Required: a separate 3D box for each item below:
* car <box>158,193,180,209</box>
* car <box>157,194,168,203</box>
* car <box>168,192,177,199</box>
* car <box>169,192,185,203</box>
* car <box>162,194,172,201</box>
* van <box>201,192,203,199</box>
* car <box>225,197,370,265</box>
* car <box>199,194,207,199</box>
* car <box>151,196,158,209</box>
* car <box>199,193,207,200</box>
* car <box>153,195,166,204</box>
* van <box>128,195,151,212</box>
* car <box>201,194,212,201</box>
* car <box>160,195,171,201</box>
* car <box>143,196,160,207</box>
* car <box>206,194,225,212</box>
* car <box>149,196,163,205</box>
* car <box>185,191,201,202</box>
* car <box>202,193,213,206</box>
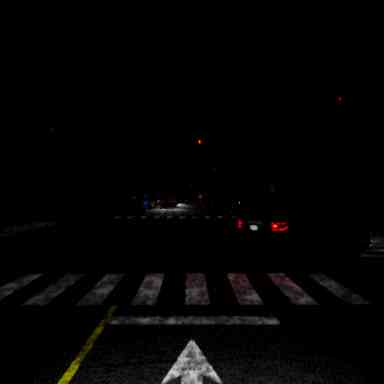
[{"bbox_3d":[-2.920,1.274,42.534,1.882,1.535,5.008,0,0,0],"label":"car"},{"bbox_3d":[-5.595,1.219,63.755,1.752,1.417,4.829,0,0,0],"label":"car"},{"bbox_3d":[-5.470,0.861,92.265,2.192,1.841,5.009,0,0,0],"label":"car"},{"bbox_3d":[-2.812,1.211,58.361,2.128,1.511,4.902,0,0,1],"label":"car"},{"bbox_3d":[-5.544,1.179,75.261,1.887,1.381,4.507,0,0,0],"label":"car"},{"bbox_3d":[2.907,1.062,58.225,1.690,1.788,3.998,0,0,0],"label":"van"},{"bbox_3d":[4.053,1.174,11.829,5.566,2.045,2.150,0,-1,-37],"label":"car"},{"bbox_3d":[3.056,1.112,92.241,1.947,1.339,4.313,0,0,0],"label":"car"},{"bbox_3d":[-5.693,1.243,41.252,1.967,1.590,4.097,0,0,0],"label":"car"},{"bbox_3d":[2.692,1.058,81.734,1.801,1.575,5.366,0,0,0],"label":"car"},{"bbox_3d":[-5.619,1.287,58.257,1.947,1.339,4.313,0,0,0],"label":"car"},{"bbox_3d":[-5.718,1.170,35.583,1.690,1.788,3.998,0,0,0],"label":"van"},{"bbox_3d":[2.957,1.215,69.564,2.008,1.369,4.403,0,0,0],"label":"car"},{"bbox_3d":[-5.569,1.230,69.593,1.947,1.339,4.313,0,0,0],"label":"car"},{"bbox_3d":[-5.668,1.342,46.921,1.947,1.339,4.313,0,0,0],"label":"car"},{"bbox_3d":[2.808,1.270,35.549,1.967,1.590,4.097,0,0,0],"label":"car"},{"bbox_3d":[-5.643,1.330,52.589,1.802,1.307,4.206,0,0,0],"label":"car"},{"bbox_3d":[0.272,0.906,65.565,2.150,2.045,5.566,0,0,0],"label":"car"},{"bbox_3d":[2.857,1.216,46.887,1.967,1.590,4.097,0,0,0],"label":"car"}]
